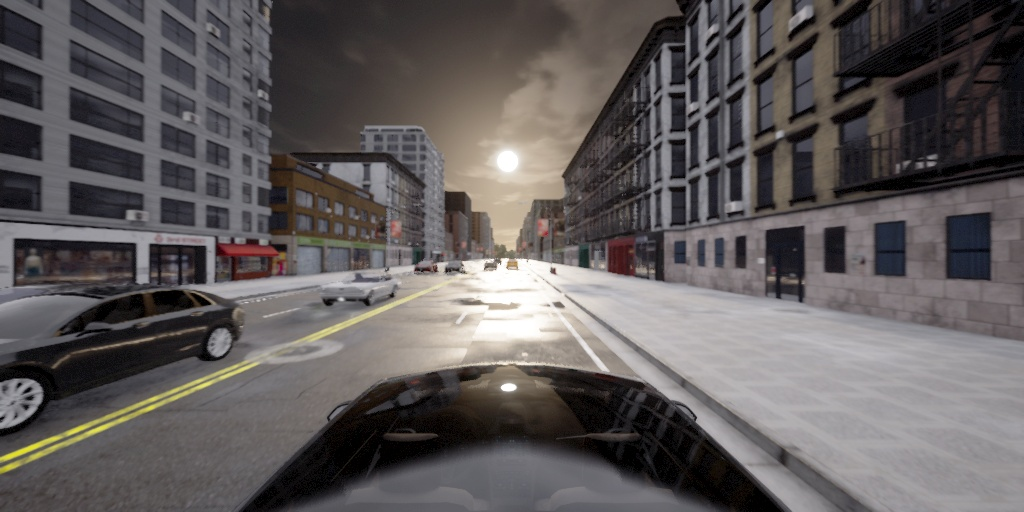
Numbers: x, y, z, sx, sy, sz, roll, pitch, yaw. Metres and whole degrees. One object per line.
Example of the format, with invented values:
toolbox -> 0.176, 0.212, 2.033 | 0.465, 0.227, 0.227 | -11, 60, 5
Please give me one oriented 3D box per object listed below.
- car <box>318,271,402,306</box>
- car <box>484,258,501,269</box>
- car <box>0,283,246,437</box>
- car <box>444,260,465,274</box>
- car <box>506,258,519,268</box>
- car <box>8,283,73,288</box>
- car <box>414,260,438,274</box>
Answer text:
car -> -6.503, 1.354, 15.896 | 1.895, 1.301, 4.718 | 0, 0, 0
car -> -3.162, 1.359, 54.685 | 1.895, 1.301, 4.718 | 0, 0, 0
car -> -6.502, 1.257, 5.498 | 1.837, 1.490, 4.892 | 0, 0, 0
car -> -6.595, 1.263, 41.651 | 1.837, 1.490, 4.892 | 0, 0, 0
car -> 0.085, 1.238, 60.864 | 1.882, 1.535, 5.008 | 0, 0, 0
car -> -9.751, 1.299, 7.612 | 2.033, 1.411, 5.357 | 0, 0, 0
car -> -9.843, 1.234, 41.272 | 1.882, 1.535, 5.008 | 0, 0, 0
